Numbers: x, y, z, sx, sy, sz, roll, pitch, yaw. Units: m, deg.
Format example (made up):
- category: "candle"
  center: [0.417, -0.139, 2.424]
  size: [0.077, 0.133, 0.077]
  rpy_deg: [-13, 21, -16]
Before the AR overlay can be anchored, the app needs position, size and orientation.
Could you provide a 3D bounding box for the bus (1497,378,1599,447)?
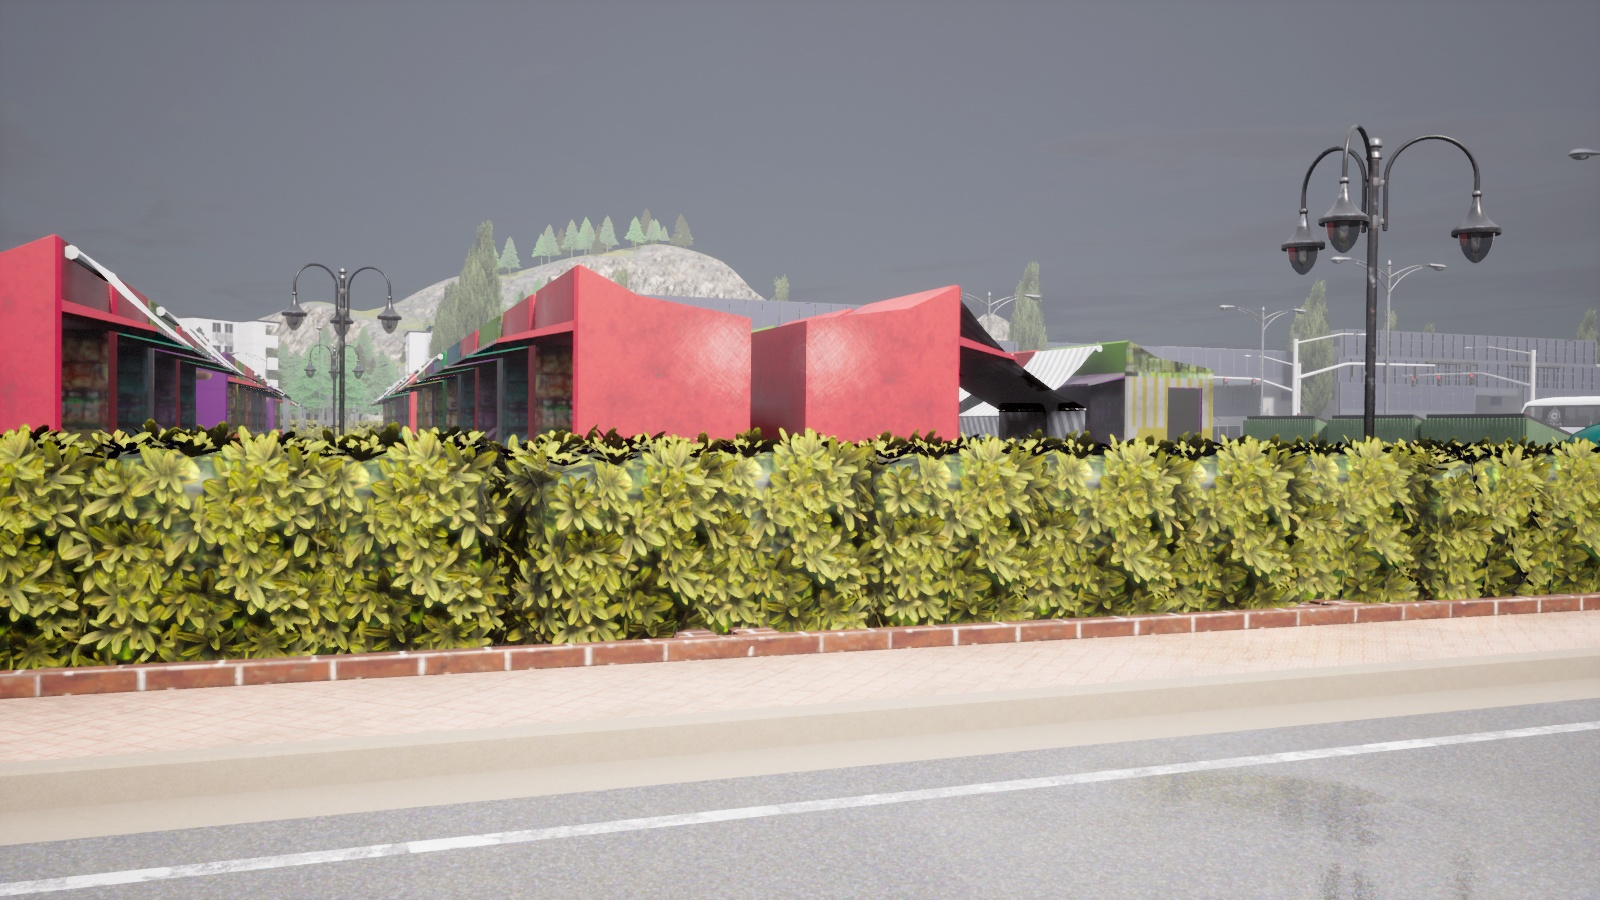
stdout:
- category: "bus"
  center: [50.412, -2.370, 80.068]
  size: [3.944, 4.253, 10.273]
  rpy_deg: [-1, 1, -21]
